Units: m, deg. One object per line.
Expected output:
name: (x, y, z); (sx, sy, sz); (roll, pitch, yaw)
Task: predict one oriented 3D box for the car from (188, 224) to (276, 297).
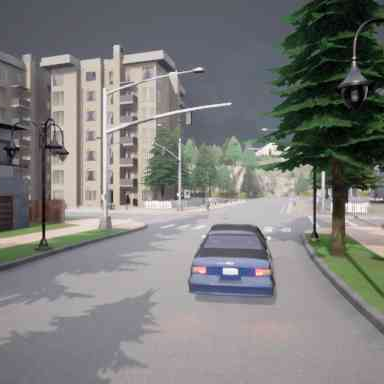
car: (1.127, 1.547, 8.766); (2.033, 1.411, 5.357); (0, 0, 9)
